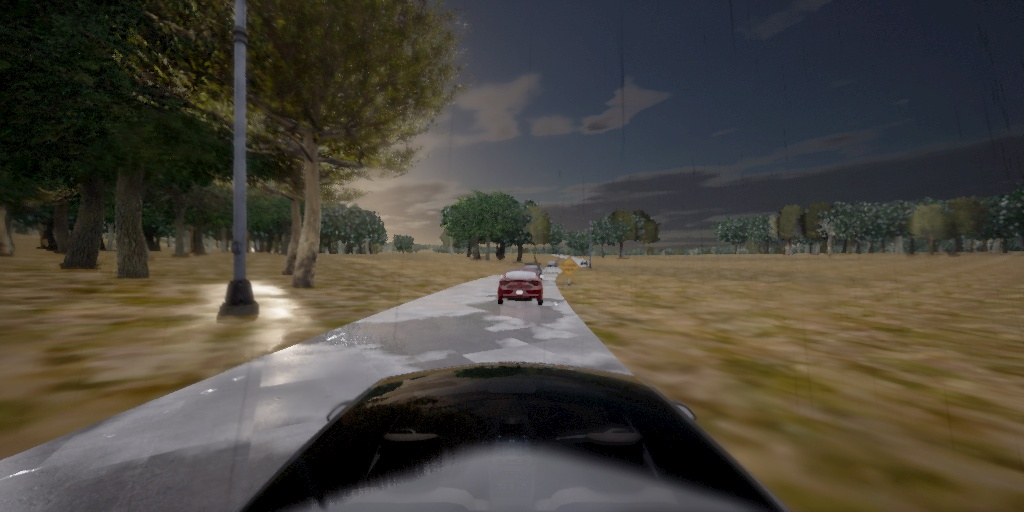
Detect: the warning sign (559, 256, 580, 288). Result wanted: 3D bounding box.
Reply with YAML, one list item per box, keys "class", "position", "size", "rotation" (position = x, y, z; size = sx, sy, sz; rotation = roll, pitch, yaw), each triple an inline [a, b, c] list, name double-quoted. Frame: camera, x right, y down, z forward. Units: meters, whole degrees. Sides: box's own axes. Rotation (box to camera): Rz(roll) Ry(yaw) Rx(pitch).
- class: "warning sign"
  position: [3.487, 0.954, 21.918]
  size: [1.300, 1.860, 1.060]
  rotation: [0, 0, 5]

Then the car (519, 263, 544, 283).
- class: "car"
  position: [1.761, 1.431, 31.243]
  size: [1.837, 1.490, 4.892]
  rotation: [0, 0, 7]

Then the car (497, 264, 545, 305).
- class: "car"
  position: [0.440, 1.281, 16.390]
  size: [1.882, 1.535, 5.008]
  rotation: [0, 0, 3]
